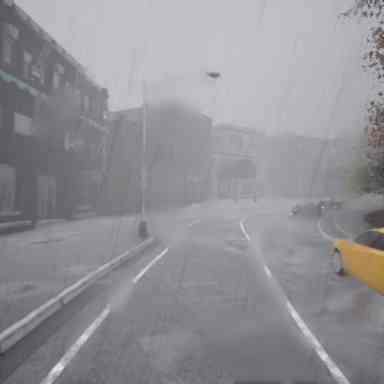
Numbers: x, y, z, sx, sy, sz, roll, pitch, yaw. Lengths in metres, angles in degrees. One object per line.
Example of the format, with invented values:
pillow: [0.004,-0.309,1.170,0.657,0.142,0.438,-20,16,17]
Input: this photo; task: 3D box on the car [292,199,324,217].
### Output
car: [10.812,1.610,31.192,1.895,1.301,4.718,0,0,30]

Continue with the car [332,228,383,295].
car: [4.796,1.524,7.513,1.882,1.535,5.008,0,0,4]

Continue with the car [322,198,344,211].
car: [16.676,1.435,40.005,1.837,1.490,4.892,0,1,42]
